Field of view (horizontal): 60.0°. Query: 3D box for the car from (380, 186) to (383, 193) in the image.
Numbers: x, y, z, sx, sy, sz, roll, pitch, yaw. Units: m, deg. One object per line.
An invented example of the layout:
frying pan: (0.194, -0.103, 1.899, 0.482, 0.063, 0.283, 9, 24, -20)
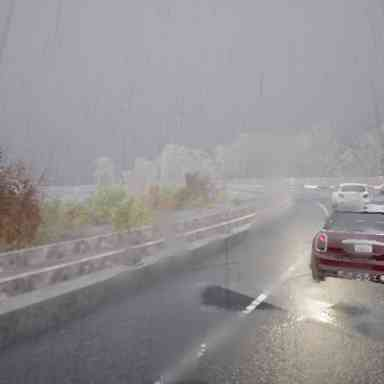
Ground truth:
car: (31.290, -0.311, 53.237, 1.837, 1.490, 4.892, -1, 1, 34)

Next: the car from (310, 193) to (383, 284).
car: (4.427, 1.069, 8.365, 2.097, 1.767, 4.553, 0, 2, 30)

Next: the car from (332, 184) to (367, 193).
car: (12.252, 0.368, 25.921, 2.150, 2.045, 5.566, 0, 2, 19)
